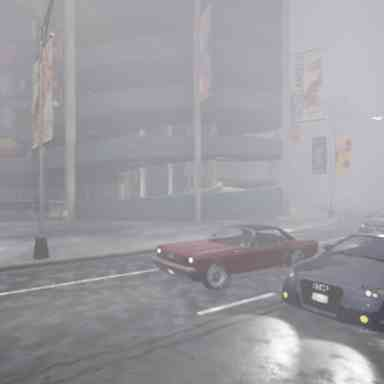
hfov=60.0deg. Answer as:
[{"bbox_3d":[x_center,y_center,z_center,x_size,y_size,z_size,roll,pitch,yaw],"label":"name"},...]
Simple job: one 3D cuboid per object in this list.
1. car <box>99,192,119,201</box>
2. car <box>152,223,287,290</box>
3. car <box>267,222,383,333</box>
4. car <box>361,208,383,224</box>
[{"bbox_3d":[-15.187,0.997,60.796,2.435,2.045,5.566,0,0,-36],"label":"car"},{"bbox_3d":[1.328,1.588,9.198,4.718,1.301,1.895,0,0,-35],"label":"car"},{"bbox_3d":[3.726,1.548,6.610,4.181,1.385,1.994,0,0,-35],"label":"car"},{"bbox_3d":[9.554,1.486,15.826,1.812,1.442,4.674,0,0,44],"label":"car"}]
